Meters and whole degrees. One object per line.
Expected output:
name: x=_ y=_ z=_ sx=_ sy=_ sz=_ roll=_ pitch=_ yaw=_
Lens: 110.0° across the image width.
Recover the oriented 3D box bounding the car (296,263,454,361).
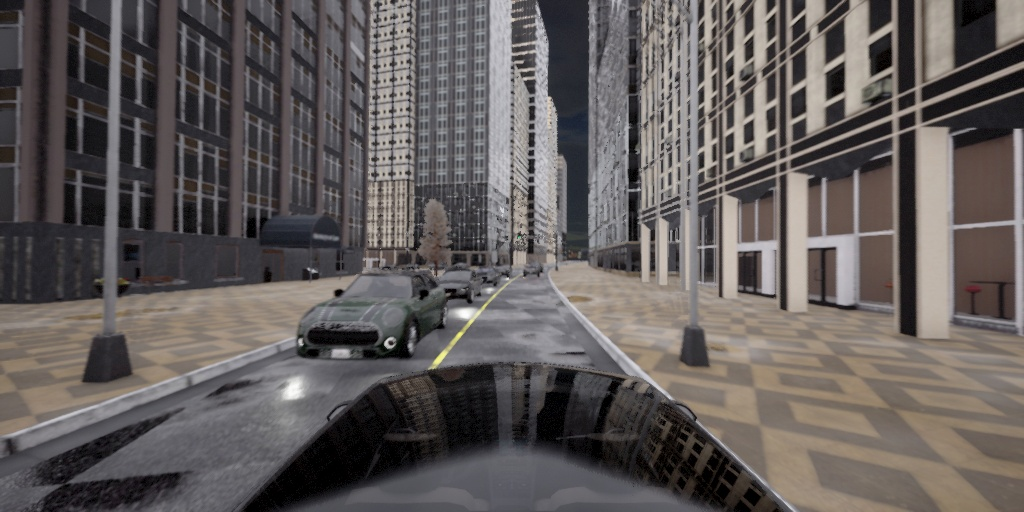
car: x=-2.944 y=1.146 z=8.556 sx=2.097 sy=1.767 sz=4.553 roll=0 pitch=-1 yaw=2

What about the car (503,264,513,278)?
car: x=-0.978 y=1.642 z=39.910 sx=1.837 sy=1.490 sz=4.892 roll=0 pitch=0 yaw=5

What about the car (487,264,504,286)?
car: x=-1.995 y=1.541 z=27.605 sx=1.994 sy=1.385 sz=4.181 roll=0 pitch=-1 yaw=4

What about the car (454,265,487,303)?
car: x=-2.593 y=1.387 z=17.675 sx=1.837 sy=1.490 sz=4.892 roll=0 pitch=0 yaw=3

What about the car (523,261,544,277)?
car: x=2.322 y=1.623 z=41.519 sx=2.128 sy=1.511 sz=4.902 roll=0 pitch=-1 yaw=6
